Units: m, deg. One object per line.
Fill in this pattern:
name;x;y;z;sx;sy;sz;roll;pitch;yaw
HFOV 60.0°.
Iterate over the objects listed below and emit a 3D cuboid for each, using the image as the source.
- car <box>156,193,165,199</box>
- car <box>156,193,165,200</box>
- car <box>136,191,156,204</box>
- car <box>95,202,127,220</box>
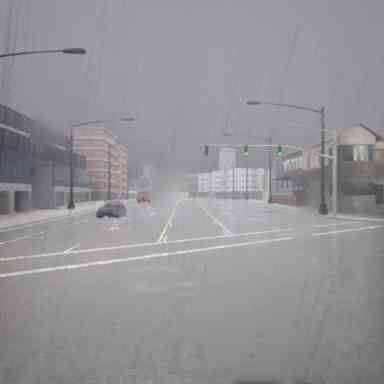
car;-8.360;1.080;88.985;2.097;1.767;4.553;0;-1;-1
car;-8.189;1.266;81.629;2.128;1.511;4.902;0;-1;-1
car;-7.539;0.850;53.520;2.150;2.045;5.566;0;1;-1
car;-6.986;1.604;29.443;2.033;1.411;5.357;0;0;-1
